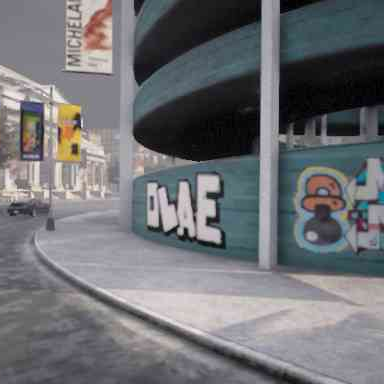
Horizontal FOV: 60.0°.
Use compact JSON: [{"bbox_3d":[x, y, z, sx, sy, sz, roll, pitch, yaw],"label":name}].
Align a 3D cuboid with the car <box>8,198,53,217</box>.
[{"bbox_3d":[-13.475,1.275,28.032,1.837,1.490,4.892,0,0,1],"label":"car"}]
